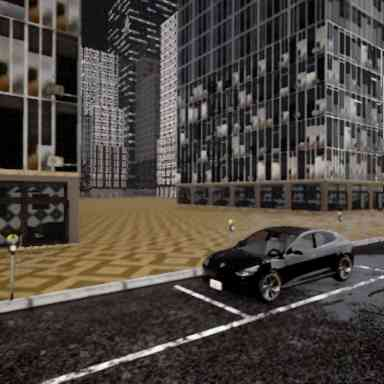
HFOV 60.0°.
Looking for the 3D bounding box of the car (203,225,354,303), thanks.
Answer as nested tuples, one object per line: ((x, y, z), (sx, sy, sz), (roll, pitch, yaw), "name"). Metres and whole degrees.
((2.270, 1.539, 8.169), (4.313, 1.339, 1.947), (0, 1, -36), "car")
